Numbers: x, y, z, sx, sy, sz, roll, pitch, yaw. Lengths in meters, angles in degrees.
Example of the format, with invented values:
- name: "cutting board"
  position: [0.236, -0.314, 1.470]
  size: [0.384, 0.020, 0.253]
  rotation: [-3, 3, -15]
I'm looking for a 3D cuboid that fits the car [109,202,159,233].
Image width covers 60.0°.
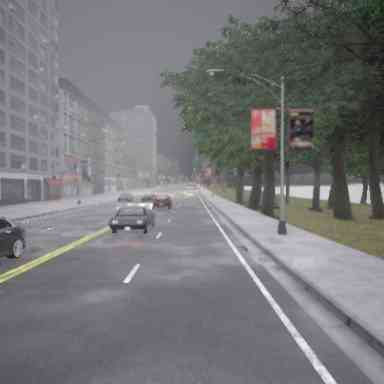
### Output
- name: "car"
  position: [-3.150, 1.466, 18.501]
  size: [1.895, 1.301, 4.718]
  rotation: [0, 1, 0]

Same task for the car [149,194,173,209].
- name: "car"
  position: [-3.152, 1.036, 36.508]
  size: [1.882, 1.535, 5.008]
  rotation: [0, 1, 0]

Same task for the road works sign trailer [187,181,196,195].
- name: "road works sign trailer"
  position: [-0.007, -1.154, 88.410]
  size: [2.380, 3.560, 2.880]
  rotation: [0, 2, 0]

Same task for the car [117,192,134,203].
- name: "car"
  position: [-9.830, 0.834, 49.530]
  size: [1.837, 1.490, 4.892]
  rotation: [0, 1, 0]

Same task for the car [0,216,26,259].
- name: "car"
  position: [-6.600, 1.467, 9.519]
  size: [1.837, 1.490, 4.892]
  rotation: [0, 0, 0]

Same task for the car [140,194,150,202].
- name: "car"
  position: [-6.578, 0.920, 50.147]
  size: [1.895, 1.301, 4.718]
  rotation: [0, 1, 0]
